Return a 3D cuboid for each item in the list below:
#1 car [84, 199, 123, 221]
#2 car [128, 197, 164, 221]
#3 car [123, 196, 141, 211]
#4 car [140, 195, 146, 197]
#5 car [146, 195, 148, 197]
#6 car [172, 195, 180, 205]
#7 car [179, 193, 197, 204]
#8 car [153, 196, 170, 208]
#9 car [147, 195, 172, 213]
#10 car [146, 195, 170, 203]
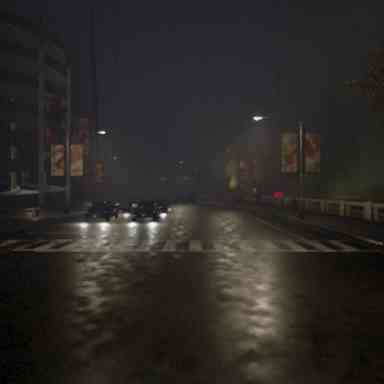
[{"bbox_3d":[-7.101,1.477,26.575,1.812,1.442,4.674,0,0,0],"label":"car"},{"bbox_3d":[-3.603,1.455,27.003,1.837,1.490,4.892,0,0,0],"label":"car"},{"bbox_3d":[-7.101,1.481,36.078,2.033,1.411,5.357,0,0,0],"label":"car"},{"bbox_3d":[-7.804,1.420,46.108,1.837,1.490,4.892,0,0,-10],"label":"car"},{"bbox_3d":[-9.618,1.374,65.359,1.837,1.490,4.892,0,0,-43],"label":"car"},{"bbox_3d":[-4.223,1.458,57.022,1.994,1.385,4.181,0,0,-29],"label":"car"},{"bbox_3d":[-1.188,1.113,58.752,2.150,2.045,5.566,0,0,-29],"label":"car"},{"bbox_3d":[-4.388,1.391,46.815,1.882,1.535,5.008,0,0,-10],"label":"car"},{"bbox_3d":[-3.607,1.437,36.419,1.837,1.490,4.892,0,0,0],"label":"car"},{"bbox_3d":[-6.891,1.397,67.553,2.033,1.411,5.357,0,0,-43],"label":"car"}]
